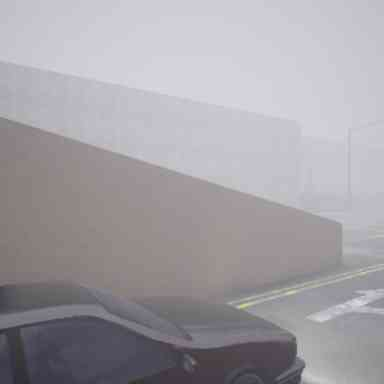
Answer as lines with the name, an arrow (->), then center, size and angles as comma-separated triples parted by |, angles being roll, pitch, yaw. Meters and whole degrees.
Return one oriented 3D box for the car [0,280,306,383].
car -> -1.387, 1.548, 2.757 | 5.357, 1.411, 2.033 | 0, 0, -36
